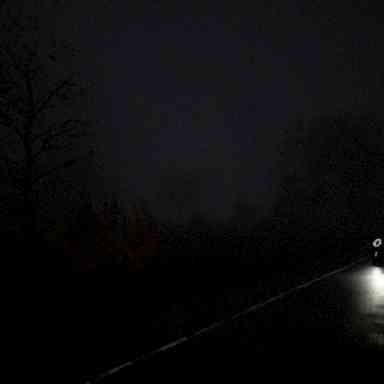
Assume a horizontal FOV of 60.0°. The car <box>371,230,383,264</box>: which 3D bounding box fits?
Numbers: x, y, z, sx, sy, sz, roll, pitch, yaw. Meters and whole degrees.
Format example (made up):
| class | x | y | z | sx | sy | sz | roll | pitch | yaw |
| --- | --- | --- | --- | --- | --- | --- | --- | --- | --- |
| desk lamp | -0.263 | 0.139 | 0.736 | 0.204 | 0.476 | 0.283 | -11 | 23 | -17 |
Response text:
| class | x | y | z | sx | sy | sz | roll | pitch | yaw |
| --- | --- | --- | --- | --- | --- | --- | --- | --- | --- |
| car | 9.150 | 1.982 | 14.014 | 2.097 | 1.767 | 4.553 | -6 | -5 | 41 |
